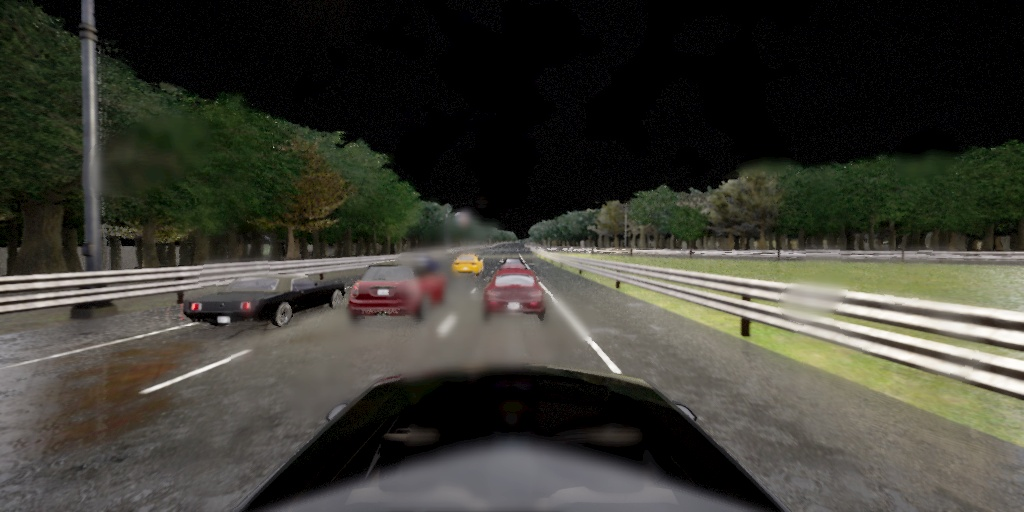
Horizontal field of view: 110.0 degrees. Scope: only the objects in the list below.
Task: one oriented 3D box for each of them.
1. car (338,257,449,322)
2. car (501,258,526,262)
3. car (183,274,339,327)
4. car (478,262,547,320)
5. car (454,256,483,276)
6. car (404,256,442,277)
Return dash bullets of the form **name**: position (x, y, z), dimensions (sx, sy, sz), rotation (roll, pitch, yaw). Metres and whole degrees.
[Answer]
- **car**: position (-3.413, 0.935, 11.659), dimensions (2.097, 1.767, 4.553), rotation (0, 1, 0)
- **car**: position (0.095, 0.815, 27.656), dimensions (1.994, 1.385, 4.181), rotation (0, 1, 0)
- **car**: position (-6.909, 1.200, 10.823), dimensions (1.895, 1.301, 4.718), rotation (0, 1, 0)
- **car**: position (0.088, 1.108, 11.626), dimensions (1.812, 1.442, 4.674), rotation (0, 1, 0)
- **car**: position (-3.401, 0.705, 28.752), dimensions (1.882, 1.535, 5.008), rotation (0, 1, 0)
- **car**: position (-6.896, 0.763, 28.323), dimensions (1.812, 1.442, 4.674), rotation (0, 1, 0)
